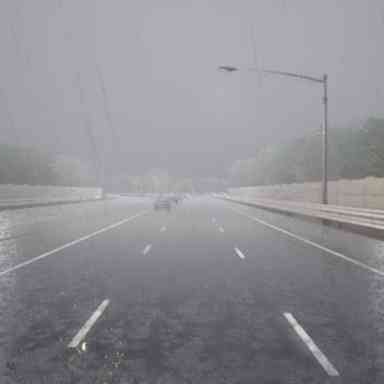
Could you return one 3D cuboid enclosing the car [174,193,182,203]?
[{"bbox_3d":[-3.492,1.443,65.346,1.837,1.490,4.892,0,0,0],"label":"car"}]

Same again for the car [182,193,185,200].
[{"bbox_3d":[-3.490,1.143,84.097,2.150,2.045,5.566,0,0,0],"label":"car"}]

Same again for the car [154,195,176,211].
[{"bbox_3d":[-3.495,1.444,40.710,2.128,1.511,4.902,0,0,0],"label":"car"}]
